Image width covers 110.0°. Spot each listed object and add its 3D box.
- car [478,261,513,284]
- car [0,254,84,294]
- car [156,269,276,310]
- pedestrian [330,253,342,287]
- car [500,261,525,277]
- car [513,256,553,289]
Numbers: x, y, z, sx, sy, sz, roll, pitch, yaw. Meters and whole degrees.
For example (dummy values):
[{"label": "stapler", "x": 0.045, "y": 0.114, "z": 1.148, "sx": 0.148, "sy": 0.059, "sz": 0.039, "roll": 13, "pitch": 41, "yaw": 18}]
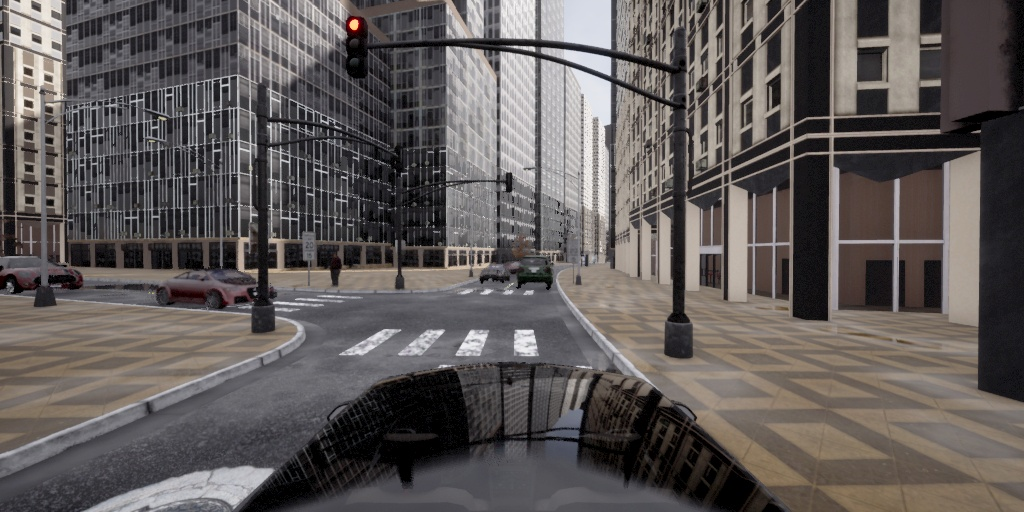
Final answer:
[{"label": "car", "x": -1.224, "y": 1.331, "z": 28.096, "sx": 2.033, "sy": 1.411, "sz": 5.357, "roll": 0, "pitch": 0, "yaw": 7}, {"label": "car", "x": -23.334, "y": 0.808, "z": 17.307, "sx": 4.553, "sy": 1.767, "sz": 2.097, "roll": 0, "pitch": 1, "yaw": 16}, {"label": "car", "x": -11.350, "y": 1.188, "z": 13.839, "sx": 4.181, "sy": 1.385, "sz": 1.994, "roll": 1, "pitch": 1, "yaw": 16}, {"label": "pedestrian", "x": -9.580, "y": 0.716, "z": 19.426, "sx": 0.375, "sy": 1.860, "sz": 0.375, "roll": 0, "pitch": 0, "yaw": 16}, {"label": "car", "x": 0.127, "y": 1.297, "z": 37.804, "sx": 1.882, "sy": 1.535, "sz": 5.008, "roll": 0, "pitch": 0, "yaw": 9}, {"label": "car", "x": 1.539, "y": 0.997, "z": 23.867, "sx": 2.150, "sy": 2.045, "sz": 5.566, "roll": 0, "pitch": 0, "yaw": 5}]
